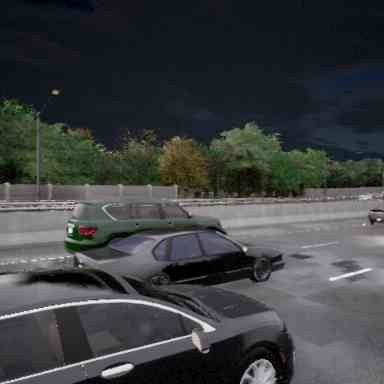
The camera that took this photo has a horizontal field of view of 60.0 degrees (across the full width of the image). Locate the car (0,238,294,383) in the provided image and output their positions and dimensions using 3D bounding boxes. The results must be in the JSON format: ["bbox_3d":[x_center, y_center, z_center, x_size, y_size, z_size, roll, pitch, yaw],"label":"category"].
[{"bbox_3d":[-1.084,1.506,3.096,4.892,1.490,1.837,0,0,-35],"label":"car"}]

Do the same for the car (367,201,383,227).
[{"bbox_3d":[13.565,1.514,22.006,4.902,1.511,2.128,0,0,-35],"label":"car"}]

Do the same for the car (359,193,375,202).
[{"bbox_3d":[43.087,1.324,82.492,2.150,2.045,5.566,1,1,39],"label":"car"}]

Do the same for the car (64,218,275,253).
[{"bbox_3d":[-0.119,1.552,7.965,5.357,1.411,2.033,0,0,-36],"label":"car"}]

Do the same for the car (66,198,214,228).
[{"bbox_3d":[-1.396,1.227,11.346,5.566,2.045,2.150,0,0,-35],"label":"car"}]
